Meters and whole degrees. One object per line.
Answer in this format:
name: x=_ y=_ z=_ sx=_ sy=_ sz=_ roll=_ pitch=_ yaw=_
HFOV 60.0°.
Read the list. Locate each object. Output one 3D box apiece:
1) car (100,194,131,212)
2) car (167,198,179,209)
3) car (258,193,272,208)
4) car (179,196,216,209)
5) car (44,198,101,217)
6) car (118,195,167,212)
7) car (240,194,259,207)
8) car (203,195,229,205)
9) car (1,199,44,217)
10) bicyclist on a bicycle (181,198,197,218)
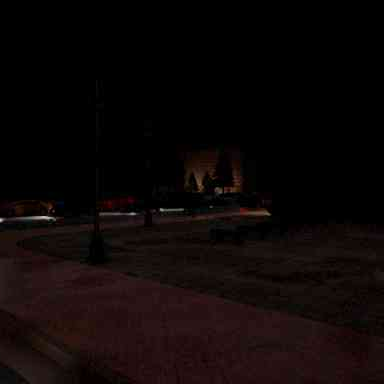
car: x=-9.472 y=1.221 z=39.056 sx=2.150 sy=2.045 sz=5.566 roll=0 pitch=0 yaw=41
car: x=-2.850 y=1.547 z=46.903 sx=2.033 sy=1.411 sz=5.357 roll=0 pitch=0 yaw=40
car: x=11.992 y=1.352 z=47.999 sx=2.097 sy=1.767 sz=4.553 roll=0 pitch=0 yaw=41
car: x=0.845 y=1.601 z=45.841 sx=1.895 sy=1.301 sz=4.718 roll=0 pitch=0 yaw=40
car: x=-11.227 y=1.563 z=31.543 sx=1.994 sy=1.385 sz=4.181 roll=0 pitch=0 yaw=40
car: x=-5.562 y=1.477 z=38.262 sx=1.882 sy=1.535 sz=5.008 roll=0 pitch=0 yaw=40
car: x=9.097 y=1.505 z=50.002 sx=1.837 sy=1.490 sz=4.892 roll=0 pitch=0 yaw=41
car: x=3.706 y=1.564 z=54.611 sx=1.994 sy=1.385 sz=4.181 roll=0 pitch=0 yaw=41
car: x=-15.880 y=1.477 z=31.467 sx=1.882 sy=1.535 sz=5.008 roll=0 pitch=0 yaw=40
bicyclist on a bicycle: x=-0.267 y=1.301 z=26.728 sx=1.656 sy=1.620 sz=0.582 roll=0 pitch=0 yaw=40
